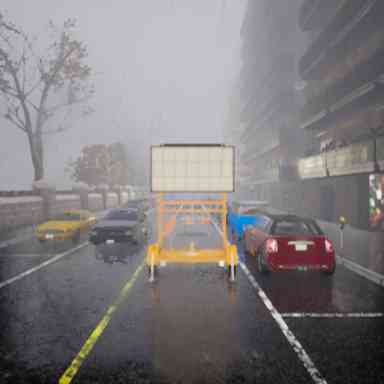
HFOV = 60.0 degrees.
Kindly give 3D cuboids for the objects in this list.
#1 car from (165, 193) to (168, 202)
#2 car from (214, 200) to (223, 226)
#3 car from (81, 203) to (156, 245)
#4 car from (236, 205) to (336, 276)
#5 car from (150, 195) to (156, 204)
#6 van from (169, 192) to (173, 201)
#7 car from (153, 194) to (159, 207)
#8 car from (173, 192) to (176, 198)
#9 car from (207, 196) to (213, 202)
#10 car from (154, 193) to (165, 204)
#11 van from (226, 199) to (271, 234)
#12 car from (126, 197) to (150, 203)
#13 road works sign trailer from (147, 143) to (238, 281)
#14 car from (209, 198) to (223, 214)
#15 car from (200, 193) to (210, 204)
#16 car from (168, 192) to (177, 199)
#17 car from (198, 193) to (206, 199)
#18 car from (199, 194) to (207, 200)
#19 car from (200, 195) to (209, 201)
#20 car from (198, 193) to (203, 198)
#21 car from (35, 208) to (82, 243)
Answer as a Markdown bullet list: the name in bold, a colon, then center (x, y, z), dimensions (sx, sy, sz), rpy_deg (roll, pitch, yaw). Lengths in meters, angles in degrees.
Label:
- **car**: center (-5.621, 1.033, 55.225), dimensions (2.192, 1.841, 5.009), rpy_deg (0, 0, 0)
- **car**: center (2.719, 1.449, 21.437), dimensions (1.947, 1.339, 4.313), rpy_deg (0, 0, 0)
- **car**: center (-3.079, 1.464, 15.211), dimensions (2.033, 1.411, 5.357), rpy_deg (0, 0, 0)
- **car**: center (2.705, 1.384, 10.175), dimensions (1.967, 1.590, 4.097), rpy_deg (0, 0, 0)
- **car**: center (-5.641, 1.374, 38.339), dimensions (1.802, 1.307, 4.206), rpy_deg (0, 0, 0)
- **van**: center (-5.601, 0.993, 72.117), dimensions (1.690, 1.788, 3.998), rpy_deg (0, 0, 0)
- **car**: center (-5.634, 1.309, 43.967), dimensions (1.887, 1.381, 4.507), rpy_deg (0, 0, 0)
- **car**: center (-5.587, 1.175, 83.379), dimensions (1.947, 1.339, 4.313), rpy_deg (0, 0, 0)
- **car**: center (2.733, 1.367, 32.698), dimensions (1.887, 1.381, 4.507), rpy_deg (0, 0, 0)
- **car**: center (-5.627, 1.181, 49.595), dimensions (1.967, 1.590, 4.097), rpy_deg (0, 0, 0)
- **van**: center (2.712, 1.255, 15.805), dimensions (1.690, 1.788, 3.998), rpy_deg (0, 0, 0)
- **car**: center (-5.648, 1.388, 32.709), dimensions (1.947, 1.339, 4.313), rpy_deg (0, 0, 0)
- **road works sign trailer**: center (0.013, 0.411, 9.623), dimensions (2.380, 3.560, 2.880), rpy_deg (0, 0, 0)
- **car**: center (2.725, 1.404, 27.067), dimensions (2.008, 1.369, 4.403), rpy_deg (0, 0, 0)
- **car**: center (2.759, 1.301, 55.216), dimensions (1.802, 1.307, 4.206), rpy_deg (0, 0, 0)
- **car**: center (-5.572, 0.885, 94.638), dimensions (2.192, 1.841, 5.009), rpy_deg (0, 0, 0)
- **car**: center (2.807, 1.010, 94.628), dimensions (1.967, 1.590, 4.097), rpy_deg (0, 0, 0)
- **car**: center (2.794, 1.175, 83.369), dimensions (1.947, 1.339, 4.313), rpy_deg (0, 0, 0)
- **car**: center (2.780, 1.234, 72.108), dimensions (1.802, 1.307, 4.206), rpy_deg (0, 0, 0)
- **car**: center (2.773, 1.115, 66.477), dimensions (1.967, 1.590, 4.097), rpy_deg (0, 0, 0)
- **car**: center (-5.669, 1.440, 15.647), dimensions (1.752, 1.417, 4.829), rpy_deg (0, 0, 0)
